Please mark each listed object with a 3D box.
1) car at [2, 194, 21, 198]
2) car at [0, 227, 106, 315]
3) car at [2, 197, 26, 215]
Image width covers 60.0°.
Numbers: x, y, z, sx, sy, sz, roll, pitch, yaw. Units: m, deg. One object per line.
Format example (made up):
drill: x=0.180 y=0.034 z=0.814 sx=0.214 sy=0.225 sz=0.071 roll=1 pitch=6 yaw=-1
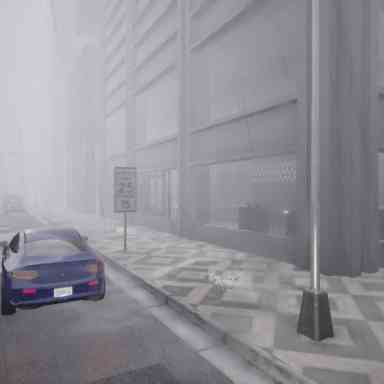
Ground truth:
car: x=-23.089 y=1.236 z=42.900 sx=2.150 sy=2.045 sz=5.566 roll=0 pitch=0 yaw=-29
car: x=-3.307 y=1.527 z=7.641 sx=1.812 sy=1.442 sz=4.674 roll=0 pitch=0 yaw=-29
car: x=-17.925 y=1.558 z=33.791 sx=2.033 sy=1.411 sz=5.357 roll=0 pitch=0 yaw=-29
